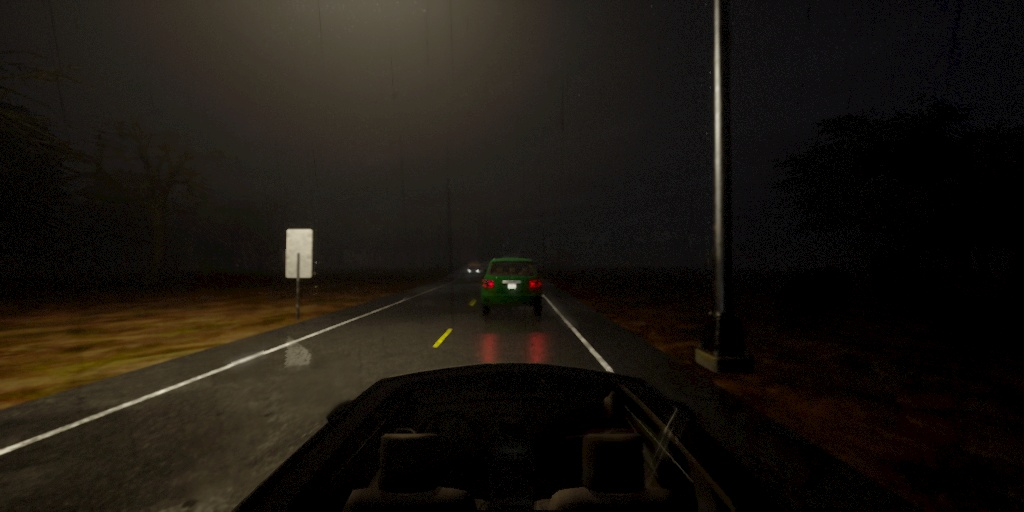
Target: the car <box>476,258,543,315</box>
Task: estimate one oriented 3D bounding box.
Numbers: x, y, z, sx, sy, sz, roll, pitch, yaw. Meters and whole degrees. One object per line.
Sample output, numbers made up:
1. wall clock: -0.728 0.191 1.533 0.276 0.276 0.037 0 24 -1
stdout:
1. car: 0.010 1.106 14.462 2.150 2.045 5.566 0 0 0
